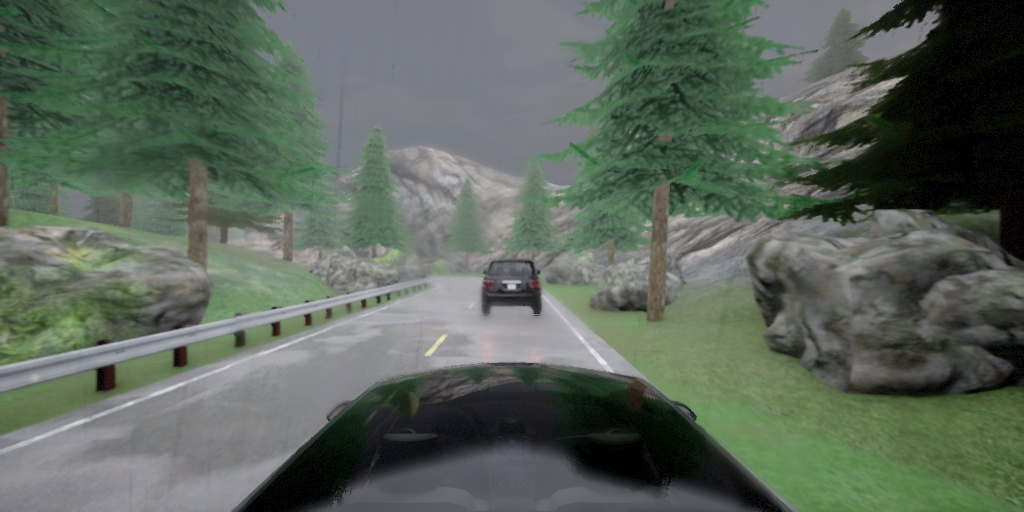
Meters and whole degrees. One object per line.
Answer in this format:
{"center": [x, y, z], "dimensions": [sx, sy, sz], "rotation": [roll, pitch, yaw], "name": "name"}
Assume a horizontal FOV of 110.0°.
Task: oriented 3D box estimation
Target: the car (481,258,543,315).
{"center": [0.004, 1.112, 14.410], "dimensions": [2.150, 2.045, 5.566], "rotation": [0, 0, 0], "name": "car"}
